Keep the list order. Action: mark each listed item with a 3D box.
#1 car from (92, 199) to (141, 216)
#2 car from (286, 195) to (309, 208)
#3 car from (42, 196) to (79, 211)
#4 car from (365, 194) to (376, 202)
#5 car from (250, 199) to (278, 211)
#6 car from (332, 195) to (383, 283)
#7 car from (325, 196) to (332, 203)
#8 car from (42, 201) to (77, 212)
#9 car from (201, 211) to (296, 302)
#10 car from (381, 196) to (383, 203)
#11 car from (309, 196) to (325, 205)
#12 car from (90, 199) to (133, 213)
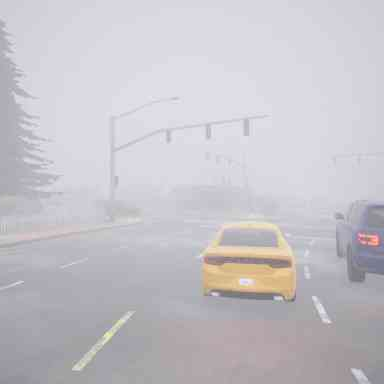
[{"bbox_3d":[-7.227,1.560,32.745,4.892,1.490,1.837,0,0,34],"label":"car"},{"bbox_3d":[15.091,1.525,47.968,1.812,1.442,4.674,0,0,32],"label":"car"},{"bbox_3d":[-17.011,1.407,42.979,4.553,1.767,2.097,0,0,32],"label":"car"},{"bbox_3d":[42.877,1.355,79.727,2.097,1.767,4.553,0,0,32],"label":"car"},{"bbox_3d":[7.941,1.524,36.320,2.128,1.511,4.902,0,0,31],"label":"car"},{"bbox_3d":[5.462,1.221,9.478,2.150,2.045,5.566,0,0,19],"label":"car"},{"bbox_3d":[27.106,1.524,67.394,1.812,1.442,4.674,0,0,32],"label":"car"},{"bbox_3d":[-15.074,1.581,37.643,4.674,1.442,1.812,0,0,32],"label":"car"},{"bbox_3d":[1.498,1.478,8.449,1.882,1.535,5.008,0,0,12],"label":"car"},{"bbox_3d":[40.544,1.540,69.224,2.033,1.411,5.357,0,0,32],"label":"car"},{"bbox_3d":[21.422,1.564,58.244,1.994,1.385,4.181,0,0,32],"label":"car"},{"bbox_3d":[-9.289,1.560,38.163,4.892,1.490,1.837,0,0,32],"label":"car"}]
